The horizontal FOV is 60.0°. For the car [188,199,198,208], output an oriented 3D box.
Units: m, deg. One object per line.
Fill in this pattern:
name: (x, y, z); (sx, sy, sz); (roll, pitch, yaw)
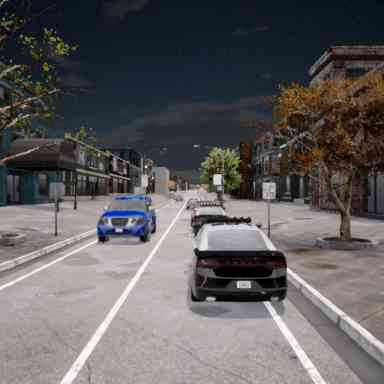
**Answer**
car: (0.985, 1.401, 24.341); (2.097, 1.767, 4.553); (0, 0, 0)

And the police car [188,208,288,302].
police car: (0.929, 1.441, 8.481); (1.930, 1.638, 5.238); (0, 0, 0)

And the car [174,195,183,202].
car: (-2.744, 1.467, 72.480); (1.837, 1.490, 4.892); (0, 1, 0)

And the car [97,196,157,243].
car: (-3.042, 1.255, 16.671); (2.150, 2.045, 5.566); (0, 0, 0)

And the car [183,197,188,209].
car: (0.175, 1.632, 45.982); (2.033, 1.411, 5.357); (0, 0, 0)

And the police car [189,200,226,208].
police car: (0.964, 1.463, 18.481); (1.930, 1.638, 5.238); (0, 0, 0)
